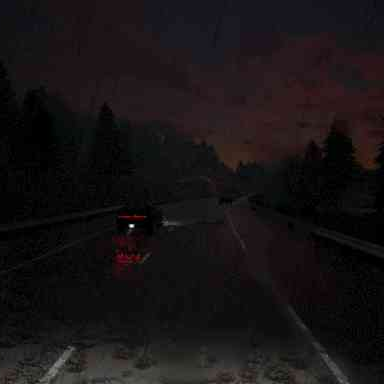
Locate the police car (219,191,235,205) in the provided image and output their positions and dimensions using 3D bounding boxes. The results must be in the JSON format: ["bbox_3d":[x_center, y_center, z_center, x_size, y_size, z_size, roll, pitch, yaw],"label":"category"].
[{"bbox_3d":[5.164,1.045,51.118,1.930,1.638,5.238,0,0,9],"label":"police car"}]

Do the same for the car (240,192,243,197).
[{"bbox_3d":[10.813,0.463,83.842,2.150,2.045,5.566,0,0,13],"label":"car"}]

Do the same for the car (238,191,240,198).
[{"bbox_3d":[7.957,1.033,66.460,1.812,1.442,4.674,0,0,12],"label":"car"}]

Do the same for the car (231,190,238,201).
[{"bbox_3d":[6.812,0.901,60.651,2.097,1.767,4.553,0,0,11],"label":"car"}]

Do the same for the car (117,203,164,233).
[{"bbox_3d":[-2.781,1.363,18.504,1.837,1.490,4.892,0,0,3],"label":"car"}]
